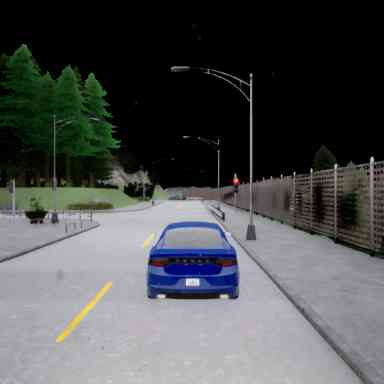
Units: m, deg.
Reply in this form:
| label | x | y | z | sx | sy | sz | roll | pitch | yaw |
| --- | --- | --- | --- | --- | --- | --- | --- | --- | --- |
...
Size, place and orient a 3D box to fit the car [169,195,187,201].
| label | x | y | z | sx | sy | sz | roll | pitch | yaw |
| --- | --- | --- | --- | --- | --- | --- | --- | --- | --- |
| car | -3.849 | 1.538 | 87.969 | 5.357 | 1.411 | 2.033 | 0 | 0 | 40 |

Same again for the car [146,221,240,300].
| label | x | y | z | sx | sy | sz | roll | pitch | yaw |
| --- | --- | --- | --- | --- | --- | --- | --- | --- | --- |
| car | 0.033 | 1.477 | 8.478 | 1.882 | 1.535 | 5.008 | 0 | 0 | 0 |
